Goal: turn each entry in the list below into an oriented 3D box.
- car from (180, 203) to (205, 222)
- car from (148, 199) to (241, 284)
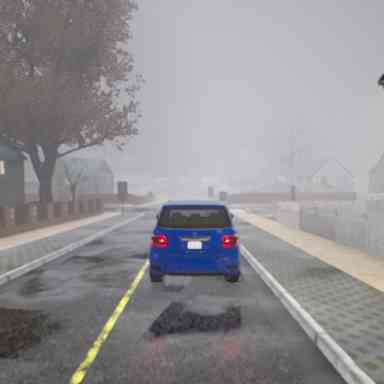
[{"bbox_3d":[0.032,1.609,27.258,1.895,1.301,4.718,0,0,0],"label":"car"},{"bbox_3d":[0.073,1.217,9.713,2.150,2.045,5.566,0,0,0],"label":"car"}]
